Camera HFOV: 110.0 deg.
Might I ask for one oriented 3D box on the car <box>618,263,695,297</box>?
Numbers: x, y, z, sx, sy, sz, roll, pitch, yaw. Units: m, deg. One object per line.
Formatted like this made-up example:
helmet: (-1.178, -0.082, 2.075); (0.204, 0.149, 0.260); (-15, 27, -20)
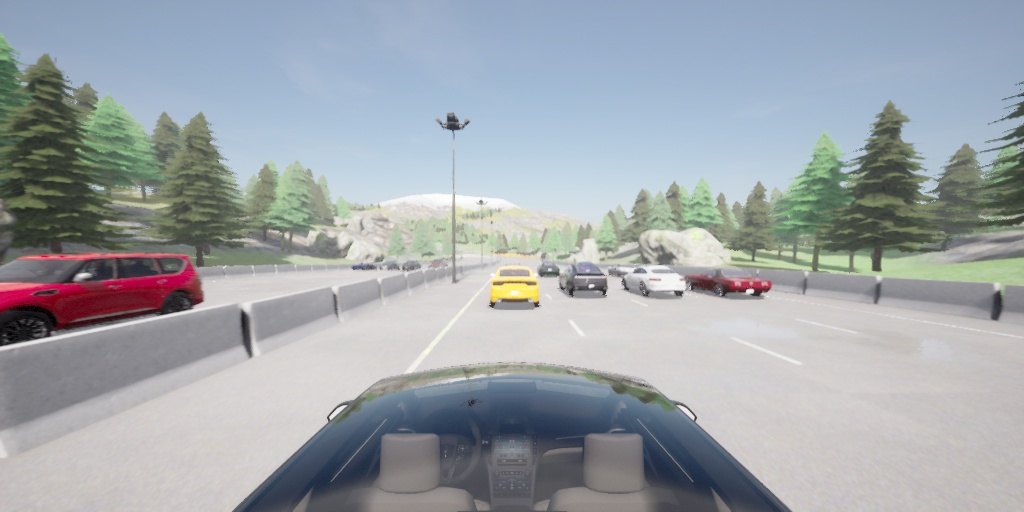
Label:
car: (7.098, 1.208, 18.276); (1.812, 1.442, 4.674); (0, 0, 0)

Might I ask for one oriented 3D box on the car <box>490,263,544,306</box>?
car: (0.099, 1.164, 15.243); (1.882, 1.535, 5.008); (0, 0, 0)

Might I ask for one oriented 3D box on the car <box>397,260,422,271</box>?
car: (-14.070, 1.364, 50.464); (1.837, 1.490, 4.892); (0, 0, 0)

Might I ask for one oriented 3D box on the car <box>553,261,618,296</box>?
car: (3.598, 1.173, 18.671); (2.128, 1.511, 4.902); (0, 0, 0)

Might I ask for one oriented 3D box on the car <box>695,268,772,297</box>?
car: (10.599, 1.284, 18.176); (1.895, 1.301, 4.718); (0, 0, 0)

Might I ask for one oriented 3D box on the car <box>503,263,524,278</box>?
car: (0.097, 1.323, 34.875); (1.895, 1.301, 4.718); (0, 0, 0)

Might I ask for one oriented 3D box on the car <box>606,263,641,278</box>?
car: (10.598, 1.322, 34.361); (1.895, 1.301, 4.718); (0, 0, 0)

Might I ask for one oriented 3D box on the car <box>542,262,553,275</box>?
car: (3.597, 1.293, 35.942); (1.994, 1.385, 4.181); (0, 0, 0)

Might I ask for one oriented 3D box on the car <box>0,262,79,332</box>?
car: (-14.100, 1.060, 8.521); (2.097, 1.767, 4.553); (0, 0, 0)

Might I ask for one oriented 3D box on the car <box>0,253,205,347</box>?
car: (-10.600, 0.928, 8.768); (2.150, 2.045, 5.566); (0, 0, 0)

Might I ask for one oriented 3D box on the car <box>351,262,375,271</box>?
car: (-21.059, 1.468, 51.057); (1.895, 1.301, 4.718); (0, -1, 0)

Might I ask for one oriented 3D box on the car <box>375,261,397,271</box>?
car: (-17.559, 1.400, 51.642); (1.812, 1.442, 4.674); (0, -1, 0)

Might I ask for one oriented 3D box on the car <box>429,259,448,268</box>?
car: (-10.563, 1.230, 51.880); (2.097, 1.767, 4.553); (0, -1, 0)
